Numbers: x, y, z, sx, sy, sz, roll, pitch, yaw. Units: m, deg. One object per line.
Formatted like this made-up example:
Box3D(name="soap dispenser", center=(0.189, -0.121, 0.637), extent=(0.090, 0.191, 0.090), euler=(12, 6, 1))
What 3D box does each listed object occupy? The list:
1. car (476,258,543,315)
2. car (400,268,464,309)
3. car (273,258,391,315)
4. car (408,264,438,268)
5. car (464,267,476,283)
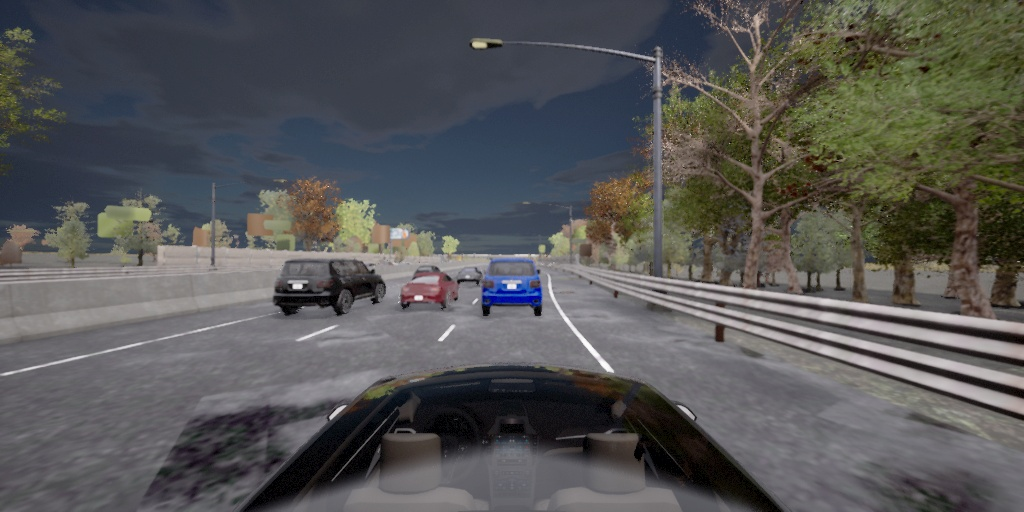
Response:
Box3D(name="car", center=(0.007, 1.108, 14.421), extent=(2.150, 2.045, 5.566), euler=(0, 0, 0))
Box3D(name="car", center=(-3.477, 1.423, 15.744), extent=(1.812, 1.442, 4.674), euler=(0, 0, 1))
Box3D(name="car", center=(-6.993, 1.108, 14.406), extent=(2.150, 2.045, 5.566), euler=(0, 0, 0))
Box3D(name="car", center=(-6.986, 1.564, 30.346), extent=(1.837, 1.490, 4.892), euler=(0, 0, 1))
Box3D(name="car", center=(-3.485, 1.621, 30.232), extent=(1.994, 1.385, 4.181), euler=(0, -1, 0))
